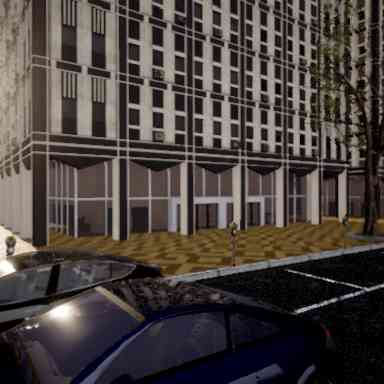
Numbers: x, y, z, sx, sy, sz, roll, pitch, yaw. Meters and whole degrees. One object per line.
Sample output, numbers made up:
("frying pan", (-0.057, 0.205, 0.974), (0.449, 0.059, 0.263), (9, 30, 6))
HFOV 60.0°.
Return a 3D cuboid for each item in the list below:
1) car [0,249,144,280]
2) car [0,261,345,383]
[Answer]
("car", (-2.401, 1.584, 4.806), (4.313, 1.339, 1.947), (0, -1, -34))
("car", (-0.561, 1.579, 2.917), (4.181, 1.385, 1.994), (0, 0, -34))
